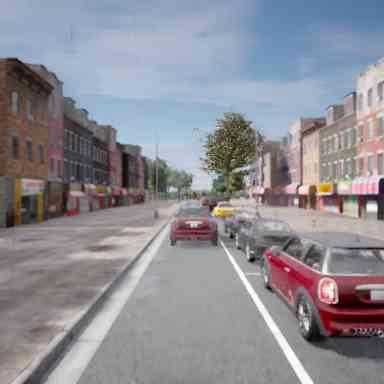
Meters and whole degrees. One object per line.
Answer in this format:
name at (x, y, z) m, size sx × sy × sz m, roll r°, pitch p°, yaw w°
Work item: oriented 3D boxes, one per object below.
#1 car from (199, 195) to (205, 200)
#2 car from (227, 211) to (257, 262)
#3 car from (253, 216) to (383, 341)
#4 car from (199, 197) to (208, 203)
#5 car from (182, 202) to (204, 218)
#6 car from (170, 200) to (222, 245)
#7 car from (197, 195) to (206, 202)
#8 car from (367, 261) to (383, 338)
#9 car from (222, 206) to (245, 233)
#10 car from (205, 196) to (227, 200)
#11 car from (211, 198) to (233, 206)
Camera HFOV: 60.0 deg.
car at (2.625, 1.580, 50.965) m, size 2.192 × 1.841 × 5.009 m, roll 0°, pitch 0°, yaw 0°
car at (2.634, 1.622, 12.144) m, size 2.008 × 1.369 × 4.403 m, roll 0°, pitch 0°, yaw 0°
car at (2.636, 1.480, 6.597) m, size 1.967 × 1.590 × 4.097 m, roll 0°, pitch 0°, yaw 0°
car at (2.616, 1.967, 78.690) m, size 2.008 × 1.369 × 4.403 m, roll 0°, pitch 0°, yaw 0°
car at (0.088, 1.739, 32.957) m, size 1.994 × 1.385 × 4.181 m, roll 0°, pitch 0°, yaw 0°
car at (0.092, 1.443, 16.169) m, size 2.097 × 1.767 × 4.553 m, roll 0°, pitch 0°, yaw 0°
car at (2.613, 1.804, 89.783) m, size 2.192 × 1.841 × 5.009 m, roll 0°, pitch 0°, yaw 0°
car at (2.636, 1.448, 1.050) m, size 1.967 × 1.590 × 4.097 m, roll 0°, pitch 0°, yaw 0°
car at (2.633, 1.649, 17.689) m, size 2.008 × 1.369 × 4.403 m, roll 0°, pitch 0°, yaw 0°
car at (2.971, 1.429, 38.091) m, size 2.150 × 2.045 × 5.566 m, roll 0°, pitch 0°, yaw 0°
car at (3.017, 1.623, 31.250) m, size 1.801 × 1.575 × 5.366 m, roll 0°, pitch 0°, yaw 0°
